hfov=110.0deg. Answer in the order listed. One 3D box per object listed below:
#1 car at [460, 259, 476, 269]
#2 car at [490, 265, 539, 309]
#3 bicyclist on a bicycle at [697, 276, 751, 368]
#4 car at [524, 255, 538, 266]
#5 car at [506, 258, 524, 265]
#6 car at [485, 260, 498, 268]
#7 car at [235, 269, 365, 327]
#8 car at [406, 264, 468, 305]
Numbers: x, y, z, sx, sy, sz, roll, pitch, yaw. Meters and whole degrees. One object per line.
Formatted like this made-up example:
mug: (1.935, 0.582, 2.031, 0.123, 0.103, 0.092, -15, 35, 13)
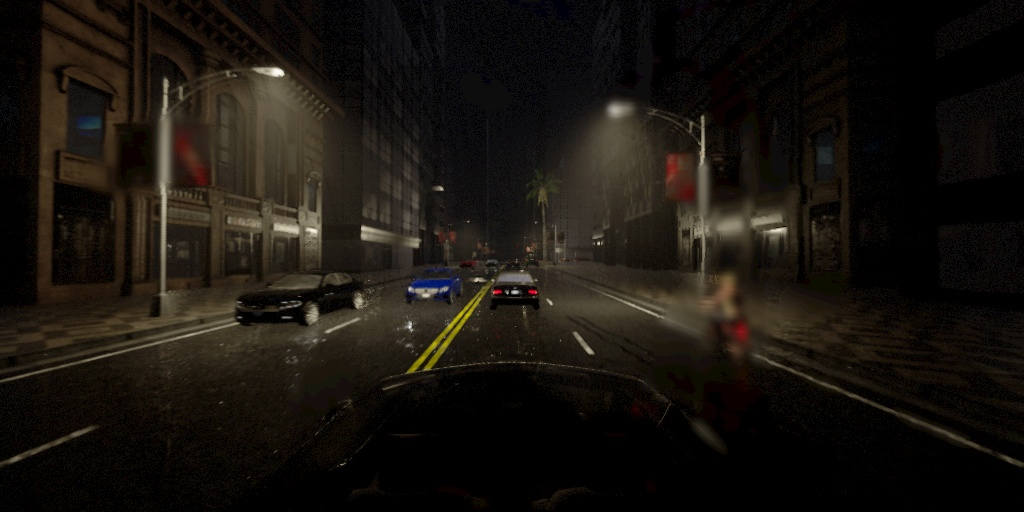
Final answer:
car: (-6.528, 1.136, 53.131, 1.882, 1.535, 5.008, 0, 0, 0)
car: (0.107, 1.293, 14.864, 2.033, 1.411, 5.357, 0, 0, 0)
bicyclist on a bicycle: (4.132, 1.187, 6.940, 0.866, 1.612, 1.509, 0, 2, 0)
car: (3.393, 0.873, 62.616, 2.150, 2.045, 5.566, 0, 0, 0)
car: (0.134, 1.158, 49.618, 2.128, 1.511, 4.902, 0, 0, 0)
car: (-3.248, 1.254, 58.372, 1.895, 1.301, 4.718, 0, 0, 1)
car: (-6.593, 1.223, 11.785, 1.882, 1.535, 5.008, 0, 0, 0)
car: (-3.339, 1.268, 16.243, 1.812, 1.442, 4.674, 0, 0, 0)
